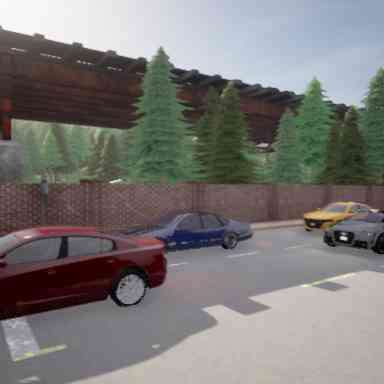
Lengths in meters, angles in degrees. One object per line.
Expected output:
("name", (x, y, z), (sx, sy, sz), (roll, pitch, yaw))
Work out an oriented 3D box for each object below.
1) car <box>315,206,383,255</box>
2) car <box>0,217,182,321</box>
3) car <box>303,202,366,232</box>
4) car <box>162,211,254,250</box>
("car", (6.999, 1.433, 12.794), (4.181, 1.385, 1.994), (0, 1, -33))
("car", (-2.870, 1.414, 6.266), (5.008, 1.535, 1.882), (0, 1, -33))
("car", (7.991, 1.298, 17.651), (5.008, 1.535, 1.882), (0, 1, -33))
("car", (-0.169, 1.424, 12.244), (5.357, 1.411, 2.033), (0, 1, -34))
